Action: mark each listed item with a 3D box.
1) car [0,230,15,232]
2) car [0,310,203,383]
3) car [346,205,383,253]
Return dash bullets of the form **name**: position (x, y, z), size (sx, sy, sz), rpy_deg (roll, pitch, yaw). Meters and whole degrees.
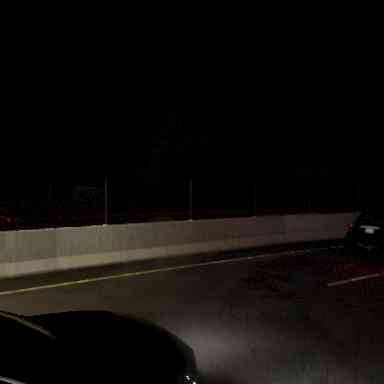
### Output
- **car**: position (-9.982, 1.351, 13.866), size (4.553, 1.767, 2.097), rpy_deg (0, 0, -35)
- **car**: position (-2.135, 1.505, 2.081), size (4.892, 1.490, 1.837), rpy_deg (0, 0, -36)
- **car**: position (7.879, 1.335, 12.206), size (4.553, 1.767, 2.097), rpy_deg (0, 0, -27)
